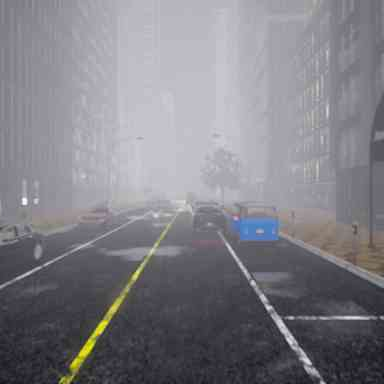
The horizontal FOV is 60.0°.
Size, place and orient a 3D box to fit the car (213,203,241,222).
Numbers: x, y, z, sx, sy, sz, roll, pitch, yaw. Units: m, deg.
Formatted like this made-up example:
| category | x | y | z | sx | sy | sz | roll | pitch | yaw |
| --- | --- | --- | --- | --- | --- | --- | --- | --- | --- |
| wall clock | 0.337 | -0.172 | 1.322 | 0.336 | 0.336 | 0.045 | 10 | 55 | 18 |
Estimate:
| category | x | y | z | sx | sy | sz | roll | pitch | yaw |
| --- | --- | --- | --- | --- | --- | --- | --- | --- | --- |
| car | 2.685 | 1.556 | 26.398 | 1.802 | 1.307 | 4.206 | 0 | 0 | 0 |

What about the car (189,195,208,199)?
| category | x | y | z | sx | sy | sz | roll | pitch | yaw |
| --- | --- | --- | --- | --- | --- | --- | --- | --- | --- |
| car | 0.893 | 1.421 | 35.223 | 1.801 | 1.575 | 5.366 | 0 | 0 | 0 |

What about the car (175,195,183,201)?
| category | x | y | z | sx | sy | sz | roll | pitch | yaw |
| --- | --- | --- | --- | --- | --- | --- | --- | --- | --- |
| car | -3.016 | 1.331 | 77.677 | 2.033 | 1.411 | 5.357 | 0 | 0 | 0 |

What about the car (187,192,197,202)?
| category | x | y | z | sx | sy | sz | roll | pitch | yaw |
| --- | --- | --- | --- | --- | --- | --- | --- | --- | --- |
| car | -0.015 | 1.013 | 69.808 | 2.150 | 2.045 | 5.566 | 0 | 0 | 0 |

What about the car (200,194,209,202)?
| category | x | y | z | sx | sy | sz | roll | pitch | yaw |
| --- | --- | --- | --- | --- | --- | --- | --- | --- | --- |
| car | 2.676 | 1.341 | 71.938 | 1.967 | 1.590 | 4.097 | 0 | 0 | 0 |

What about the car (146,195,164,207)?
| category | x | y | z | sx | sy | sz | roll | pitch | yaw |
| --- | --- | --- | --- | --- | --- | --- | --- | --- | --- |
| car | -5.700 | 1.500 | 49.170 | 2.008 | 1.369 | 4.403 | 0 | 0 | 0 |

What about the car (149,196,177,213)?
| category | x | y | z | sx | sy | sz | roll | pitch | yaw |
| --- | --- | --- | --- | --- | --- | --- | --- | --- | --- |
| car | -3.106 | 1.512 | 36.419 | 2.033 | 1.411 | 5.357 | 0 | 0 | 0 |

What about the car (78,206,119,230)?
| category | x | y | z | sx | sy | sz | roll | pitch | yaw |
| --- | --- | --- | --- | --- | --- | --- | --- | --- | --- |
| car | -5.695 | 1.562 | 20.707 | 1.802 | 1.307 | 4.206 | 0 | 0 | 0 |

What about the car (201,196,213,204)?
| category | x | y | z | sx | sy | sz | roll | pitch | yaw |
| --- | --- | --- | --- | --- | --- | --- | --- | --- | --- |
| car | 2.678 | 1.480 | 60.553 | 2.008 | 1.369 | 4.403 | 0 | 0 | 0 |

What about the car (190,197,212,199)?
| category | x | y | z | sx | sy | sz | roll | pitch | yaw |
| --- | --- | --- | --- | --- | --- | --- | --- | --- | --- |
| car | 0.894 | 1.477 | 29.032 | 1.837 | 1.490 | 4.892 | 0 | 0 | 0 |

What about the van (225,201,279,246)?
| category | x | y | z | sx | sy | sz | roll | pitch | yaw |
| --- | --- | --- | --- | --- | --- | --- | --- | --- | --- |
| van | 2.687 | 1.327 | 15.014 | 1.690 | 1.788 | 3.998 | 0 | 0 | 0 |

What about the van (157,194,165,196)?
| category | x | y | z | sx | sy | sz | roll | pitch | yaw |
| --- | --- | --- | --- | --- | --- | --- | --- | --- | --- |
| van | -5.702 | 1.270 | 60.555 | 1.690 | 1.788 | 3.998 | 0 | 0 | 0 |

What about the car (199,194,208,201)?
| category | x | y | z | sx | sy | sz | roll | pitch | yaw |
| --- | --- | --- | --- | --- | --- | --- | --- | --- | --- |
| car | 2.675 | 1.326 | 77.630 | 1.967 | 1.590 | 4.097 | 0 | 0 | 0 |

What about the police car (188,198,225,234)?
| category | x | y | z | sx | sy | sz | roll | pitch | yaw |
| --- | --- | --- | --- | --- | --- | --- | --- | --- | --- |
| police car | 0.896 | 1.407 | 19.142 | 1.930 | 1.638 | 5.238 | 0 | 0 | 0 |

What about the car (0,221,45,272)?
| category | x | y | z | sx | sy | sz | roll | pitch | yaw |
| --- | --- | --- | --- | --- | --- | --- | --- | --- | --- |
| car | -5.692 | 1.542 | 9.323 | 2.008 | 1.369 | 4.403 | 0 | 0 | 0 |

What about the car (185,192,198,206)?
| category | x | y | z | sx | sy | sz | roll | pitch | yaw |
| --- | --- | --- | --- | --- | --- | --- | --- | --- | --- |
| car | -0.011 | 1.292 | 54.749 | 2.097 | 1.767 | 4.553 | 0 | 0 | 0 |

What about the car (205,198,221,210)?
| category | x | y | z | sx | sy | sz | roll | pitch | yaw |
| --- | --- | --- | --- | --- | --- | --- | --- | --- | --- |
| car | 2.681 | 1.539 | 43.476 | 1.802 | 1.307 | 4.206 | 0 | 0 | 0 |

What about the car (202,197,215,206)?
| category | x | y | z | sx | sy | sz | roll | pitch | yaw |
| --- | --- | --- | --- | --- | --- | --- | --- | --- | --- |
| car | 2.679 | 1.491 | 54.861 | 2.008 | 1.369 | 4.403 | 0 | 0 | 0 |
